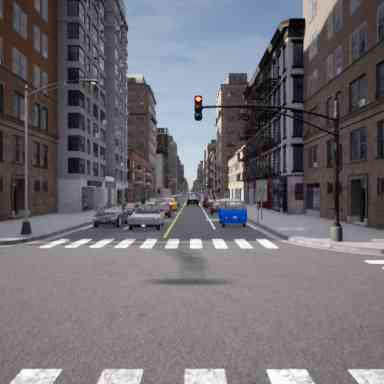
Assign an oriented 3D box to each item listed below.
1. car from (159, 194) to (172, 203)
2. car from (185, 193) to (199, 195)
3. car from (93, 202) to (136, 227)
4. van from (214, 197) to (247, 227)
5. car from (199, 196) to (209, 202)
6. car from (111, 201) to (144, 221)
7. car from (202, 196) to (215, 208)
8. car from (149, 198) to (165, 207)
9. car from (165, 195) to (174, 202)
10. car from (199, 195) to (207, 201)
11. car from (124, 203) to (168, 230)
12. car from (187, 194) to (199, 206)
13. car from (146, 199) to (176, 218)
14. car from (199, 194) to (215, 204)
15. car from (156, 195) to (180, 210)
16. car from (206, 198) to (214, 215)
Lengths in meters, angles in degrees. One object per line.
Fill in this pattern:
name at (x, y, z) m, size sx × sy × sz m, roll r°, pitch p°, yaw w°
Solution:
car at (-5.338, 1.309, 67.883) m, size 2.192 × 1.841 × 5.009 m, roll 0°, pitch 0°, yaw 0°
car at (0.141, 1.486, 66.995) m, size 2.128 × 1.511 × 4.902 m, roll 0°, pitch 0°, yaw 0°
car at (-5.372, 1.555, 22.429) m, size 2.008 × 1.369 × 4.403 m, roll 0°, pitch 0°, yaw 0°
van at (2.653, 1.345, 22.432) m, size 1.690 × 1.788 × 3.998 m, roll 0°, pitch 0°, yaw 0°
car at (2.691, 1.542, 73.563) m, size 2.008 × 1.369 × 4.403 m, roll 0°, pitch 0°, yaw 0°
car at (-5.367, 1.550, 28.111) m, size 1.887 × 1.381 × 4.507 m, roll 0°, pitch 0°, yaw 0°
car at (2.670, 1.587, 45.157) m, size 1.802 × 1.307 × 4.206 m, roll 0°, pitch 0°, yaw 0°
car at (-5.350, 1.568, 50.839) m, size 1.947 × 1.339 × 4.313 m, roll 0°, pitch 0°, yaw 0°
car at (-5.330, 1.428, 79.247) m, size 1.967 × 1.590 × 4.097 m, roll 0°, pitch 0°, yaw 0°
car at (2.700, 1.551, 84.926) m, size 1.947 × 1.339 × 4.313 m, roll 0°, pitch 0°, yaw 0°
car at (-2.804, 1.605, 21.136) m, size 1.895 × 1.301 × 4.718 m, roll 0°, pitch 0°, yaw -1°
car at (0.152, 1.477, 55.581) m, size 1.882 × 1.535 × 5.008 m, roll 0°, pitch 0°, yaw 0°
car at (-2.824, 1.570, 30.280) m, size 1.994 × 1.385 × 4.181 m, roll 0°, pitch 0°, yaw 0°
car at (2.675, 1.317, 50.838) m, size 2.192 × 1.841 × 5.009 m, roll 0°, pitch 0°, yaw 0°
car at (-2.814, 1.484, 39.927) m, size 1.882 × 1.535 × 5.008 m, roll 0°, pitch 0°, yaw 0°
car at (2.662, 1.588, 33.794) m, size 1.802 × 1.307 × 4.206 m, roll 0°, pitch 0°, yaw 0°
